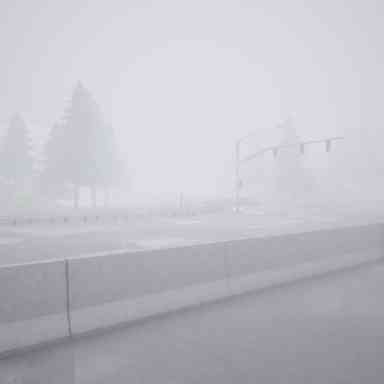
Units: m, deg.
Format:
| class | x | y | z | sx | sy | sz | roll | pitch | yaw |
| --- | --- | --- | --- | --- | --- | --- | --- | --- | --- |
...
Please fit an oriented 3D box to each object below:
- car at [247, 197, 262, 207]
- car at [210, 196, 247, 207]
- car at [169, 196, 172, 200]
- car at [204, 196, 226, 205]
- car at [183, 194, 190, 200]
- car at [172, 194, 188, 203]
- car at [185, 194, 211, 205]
| class | x | y | z | sx | sy | sz | roll | pitch | yaw |
| --- | --- | --- | --- | --- | --- | --- | --- | --- | --- |
| car | 8.694 | 1.504 | 51.403 | 1.837 | 1.490 | 4.892 | 0 | 0 | -29 |
| car | 5.400 | 1.547 | 50.062 | 2.033 | 1.411 | 5.357 | 0 | 0 | -28 |
| car | -4.277 | 1.595 | 79.752 | 1.895 | 1.301 | 4.718 | 0 | 0 | -11 |
| car | 4.160 | 1.491 | 61.226 | 2.128 | 1.511 | 4.902 | 0 | 0 | -20 |
| car | -1.518 | 1.360 | 90.947 | 1.882 | 1.535 | 5.008 | 0 | 0 | 0 |
| car | -2.172 | 1.601 | 69.126 | 1.895 | 1.301 | 4.718 | 0 | 0 | -18 |
| car | 1.182 | 1.547 | 59.149 | 2.033 | 1.411 | 5.357 | 0 | 0 | -22 |
